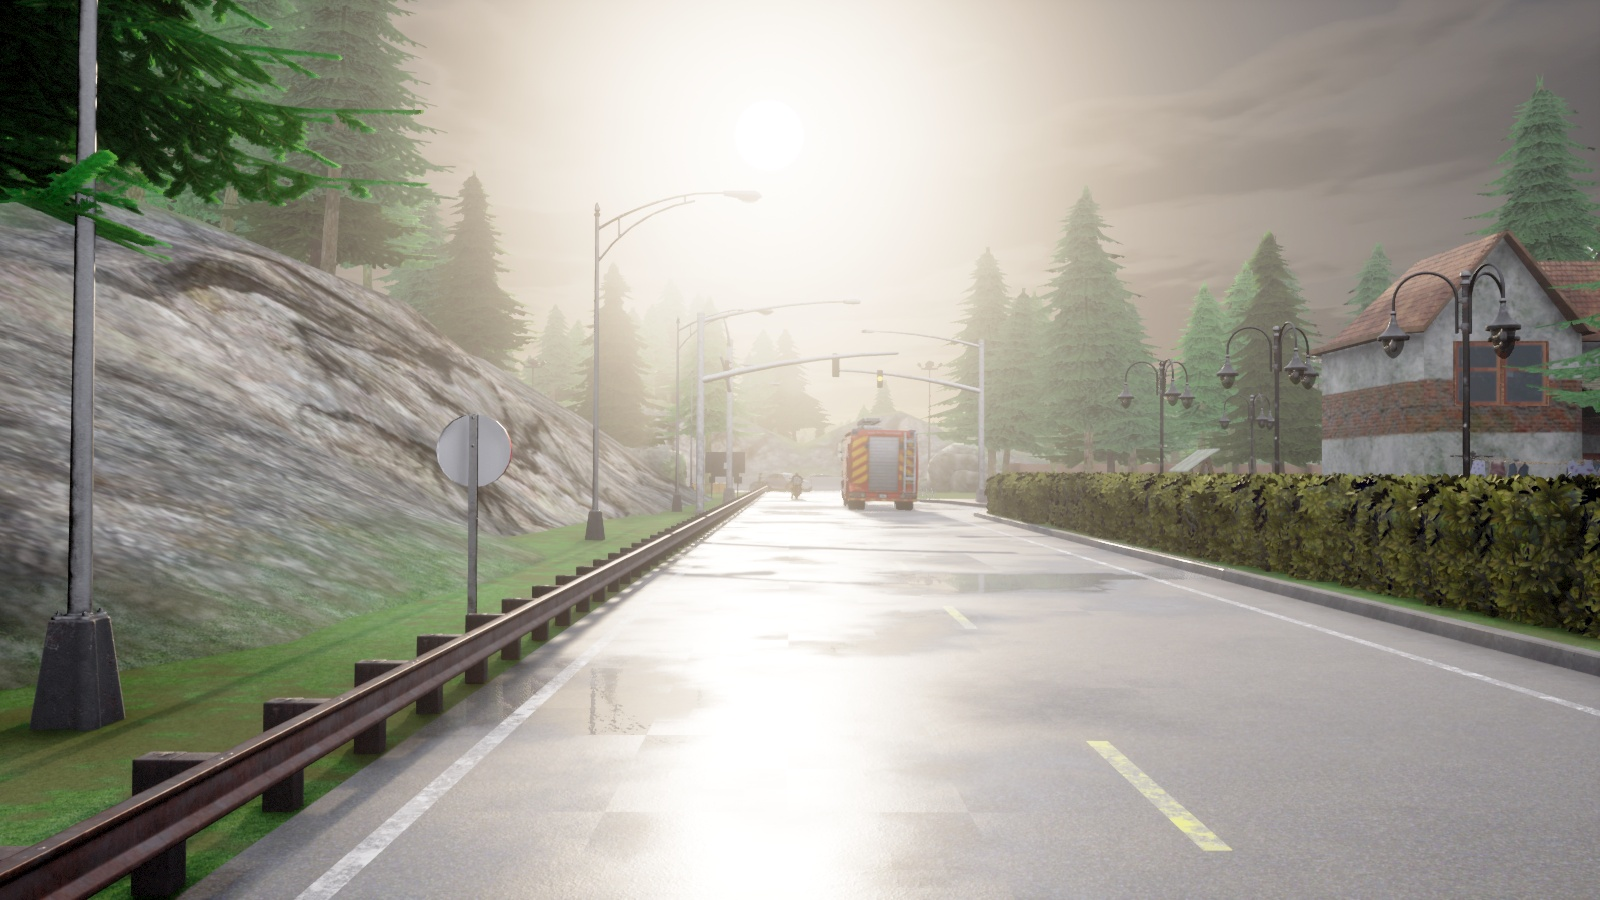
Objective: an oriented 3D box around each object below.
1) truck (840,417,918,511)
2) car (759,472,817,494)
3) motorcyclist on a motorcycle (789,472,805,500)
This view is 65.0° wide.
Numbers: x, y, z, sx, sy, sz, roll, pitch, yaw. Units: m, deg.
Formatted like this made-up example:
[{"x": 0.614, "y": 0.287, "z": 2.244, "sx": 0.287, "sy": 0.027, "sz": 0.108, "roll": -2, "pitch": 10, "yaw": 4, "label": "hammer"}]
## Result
[{"x": 3.373, "y": 0.600, "z": 55.790, "sx": 2.891, "sy": 3.827, "sz": 8.468, "roll": 1, "pitch": -1, "yaw": 0, "label": "truck"}, {"x": -0.963, "y": 2.568, "z": 96.928, "sx": 2.033, "sy": 1.649, "sz": 4.856, "roll": 2, "pitch": -2, "yaw": -37, "label": "car"}, {"x": -0.166, "y": 2.027, "z": 70.237, "sx": 0.866, "sy": 1.530, "sz": 2.191, "roll": 0, "pitch": -1, "yaw": 0, "label": "motorcyclist on a motorcycle"}]
